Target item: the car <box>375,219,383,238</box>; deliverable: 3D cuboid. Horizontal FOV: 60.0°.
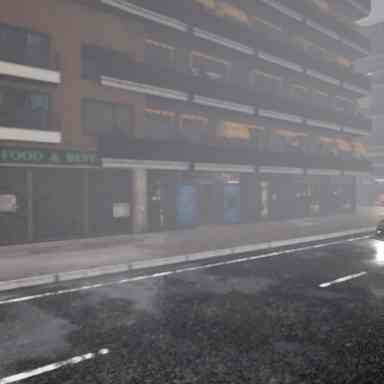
[{"bbox_3d":[10.327,1.439,15.446,4.181,1.385,1.994,-1,0,-37],"label":"car"}]
